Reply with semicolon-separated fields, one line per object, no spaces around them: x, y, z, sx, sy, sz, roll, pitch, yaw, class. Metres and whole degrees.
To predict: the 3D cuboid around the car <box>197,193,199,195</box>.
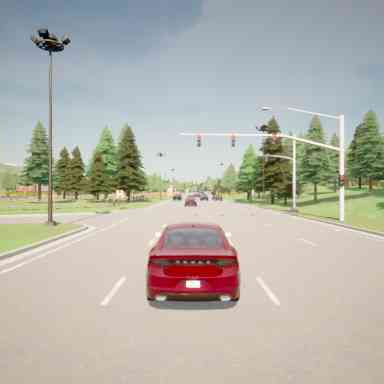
3.142;1.358;94.013;2.128;1.511;4.902;0;0;0;car

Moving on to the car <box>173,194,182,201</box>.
-3.818;1.469;83.566;1.882;1.535;5.008;0;0;0;car

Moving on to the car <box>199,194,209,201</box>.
3.180;1.517;84.010;1.812;1.442;4.674;0;0;0;car

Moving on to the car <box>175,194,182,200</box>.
-3.858;1.310;93.986;1.882;1.535;5.008;0;0;0;car

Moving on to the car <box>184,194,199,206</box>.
-0.201;1.526;52.967;1.812;1.442;4.674;0;0;0;car

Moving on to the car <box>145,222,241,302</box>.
0.031;1.478;8.365;1.882;1.535;5.008;0;0;0;car

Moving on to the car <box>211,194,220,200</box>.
6.642;1.372;94.026;2.033;1.411;5.357;0;0;0;car

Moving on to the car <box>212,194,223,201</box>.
6.682;1.517;83.607;2.128;1.511;4.902;0;0;0;car

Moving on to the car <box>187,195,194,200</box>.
-0.358;1.428;94.030;1.895;1.301;4.718;0;0;0;car
